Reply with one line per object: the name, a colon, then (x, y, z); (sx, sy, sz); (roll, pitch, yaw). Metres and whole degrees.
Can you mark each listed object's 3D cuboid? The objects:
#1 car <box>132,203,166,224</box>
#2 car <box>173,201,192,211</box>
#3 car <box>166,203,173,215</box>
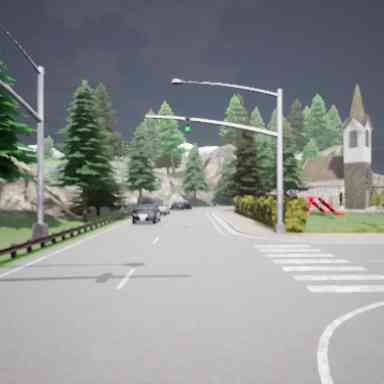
car: (-3.601, 1.697, 26.772); (2.128, 1.511, 4.902); (0, 0, 0)
car: (-1.547, 1.927, 47.357); (1.994, 1.385, 4.181); (0, 0, 23)
car: (-3.555, 1.883, 36.772); (1.895, 1.301, 4.718); (0, 0, 2)
